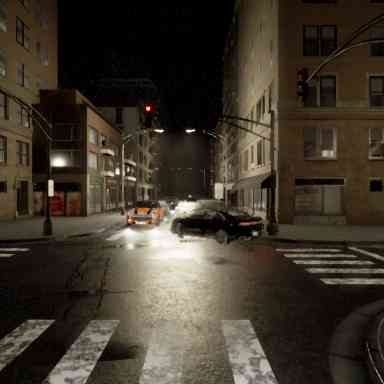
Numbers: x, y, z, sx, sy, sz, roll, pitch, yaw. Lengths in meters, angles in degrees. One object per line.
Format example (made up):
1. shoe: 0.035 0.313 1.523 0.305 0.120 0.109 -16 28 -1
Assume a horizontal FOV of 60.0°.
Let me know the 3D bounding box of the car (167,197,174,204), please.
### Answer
1. car: -3.163 1.532 32.514 2.033 1.411 5.357 0 0 0

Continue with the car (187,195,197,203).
1. car: -0.045 1.444 69.698 2.128 1.511 4.902 0 0 0

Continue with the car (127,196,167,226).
1. car: -3.143 1.344 23.059 2.097 1.767 4.553 0 0 0

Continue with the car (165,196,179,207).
1. car: -3.165 1.445 52.655 1.882 1.535 5.008 0 0 0

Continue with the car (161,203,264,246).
1. car: 1.012 1.490 15.453 2.128 1.511 4.902 -1 1 -41

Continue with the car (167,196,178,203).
1. car: -3.177 1.328 42.299 2.097 1.767 4.553 0 0 0
